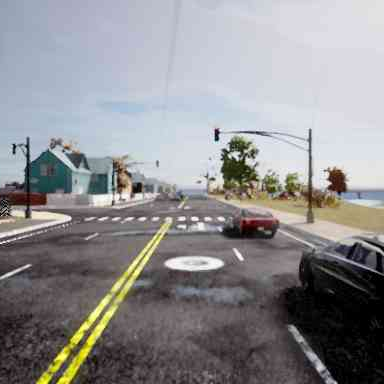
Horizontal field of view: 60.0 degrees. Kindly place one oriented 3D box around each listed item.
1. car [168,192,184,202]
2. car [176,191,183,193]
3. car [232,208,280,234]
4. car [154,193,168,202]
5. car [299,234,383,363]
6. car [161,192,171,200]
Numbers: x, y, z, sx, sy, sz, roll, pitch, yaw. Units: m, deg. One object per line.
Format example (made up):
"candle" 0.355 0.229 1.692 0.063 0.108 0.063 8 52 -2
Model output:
"car" -3.252 1.249 67.634 2.033 1.411 5.357 0 0 0
"car" -3.251 0.875 83.440 2.150 2.045 5.566 0 0 0
"car" 3.350 1.507 18.351 1.895 1.301 4.718 0 0 0
"car" -6.500 1.248 67.569 2.033 1.411 5.357 0 0 0
"car" 3.350 1.462 5.688 2.128 1.511 4.902 0 0 0
"car" -6.500 1.007 83.108 2.097 1.767 4.553 0 0 0
